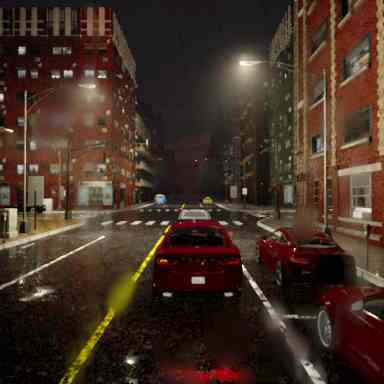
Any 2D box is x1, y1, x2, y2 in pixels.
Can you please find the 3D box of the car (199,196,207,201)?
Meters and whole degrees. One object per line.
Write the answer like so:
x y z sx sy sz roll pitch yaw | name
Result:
2.819 1.680 86.463 1.947 1.339 4.313 1 0 0 | car

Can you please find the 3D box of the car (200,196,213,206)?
2.781 1.600 58.372 1.752 1.417 4.829 1 0 0 | car

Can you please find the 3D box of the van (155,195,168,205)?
-5.597 1.415 58.252 1.690 1.788 3.998 1 0 0 | van

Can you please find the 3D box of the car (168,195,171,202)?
-5.592 1.664 63.904 1.802 1.307 4.206 1 0 0 | car

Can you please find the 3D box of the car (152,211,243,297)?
0.110 1.488 8.630 1.882 1.535 5.008 0 0 0 | car

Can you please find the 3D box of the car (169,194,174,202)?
-5.577 1.680 75.208 1.802 1.307 4.206 1 0 0 | car

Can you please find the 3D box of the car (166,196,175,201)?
-5.561 1.665 86.513 2.008 1.369 4.403 1 0 0 | car

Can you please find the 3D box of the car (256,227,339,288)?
2.849 1.593 8.948 1.802 1.307 4.206 1 0 0 | car

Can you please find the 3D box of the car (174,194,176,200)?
-5.569 1.631 80.691 1.752 1.417 4.829 1 0 0 | car

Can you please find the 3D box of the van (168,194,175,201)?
-5.550 1.464 92.166 1.690 1.788 3.998 1 0 0 | van

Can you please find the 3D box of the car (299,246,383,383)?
2.672 1.586 3.292 1.802 1.307 4.206 1 0 0 | car

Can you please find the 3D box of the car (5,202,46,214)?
-18.660 1.765 37.360 4.313 1.339 1.947 0 -1 0 | car
